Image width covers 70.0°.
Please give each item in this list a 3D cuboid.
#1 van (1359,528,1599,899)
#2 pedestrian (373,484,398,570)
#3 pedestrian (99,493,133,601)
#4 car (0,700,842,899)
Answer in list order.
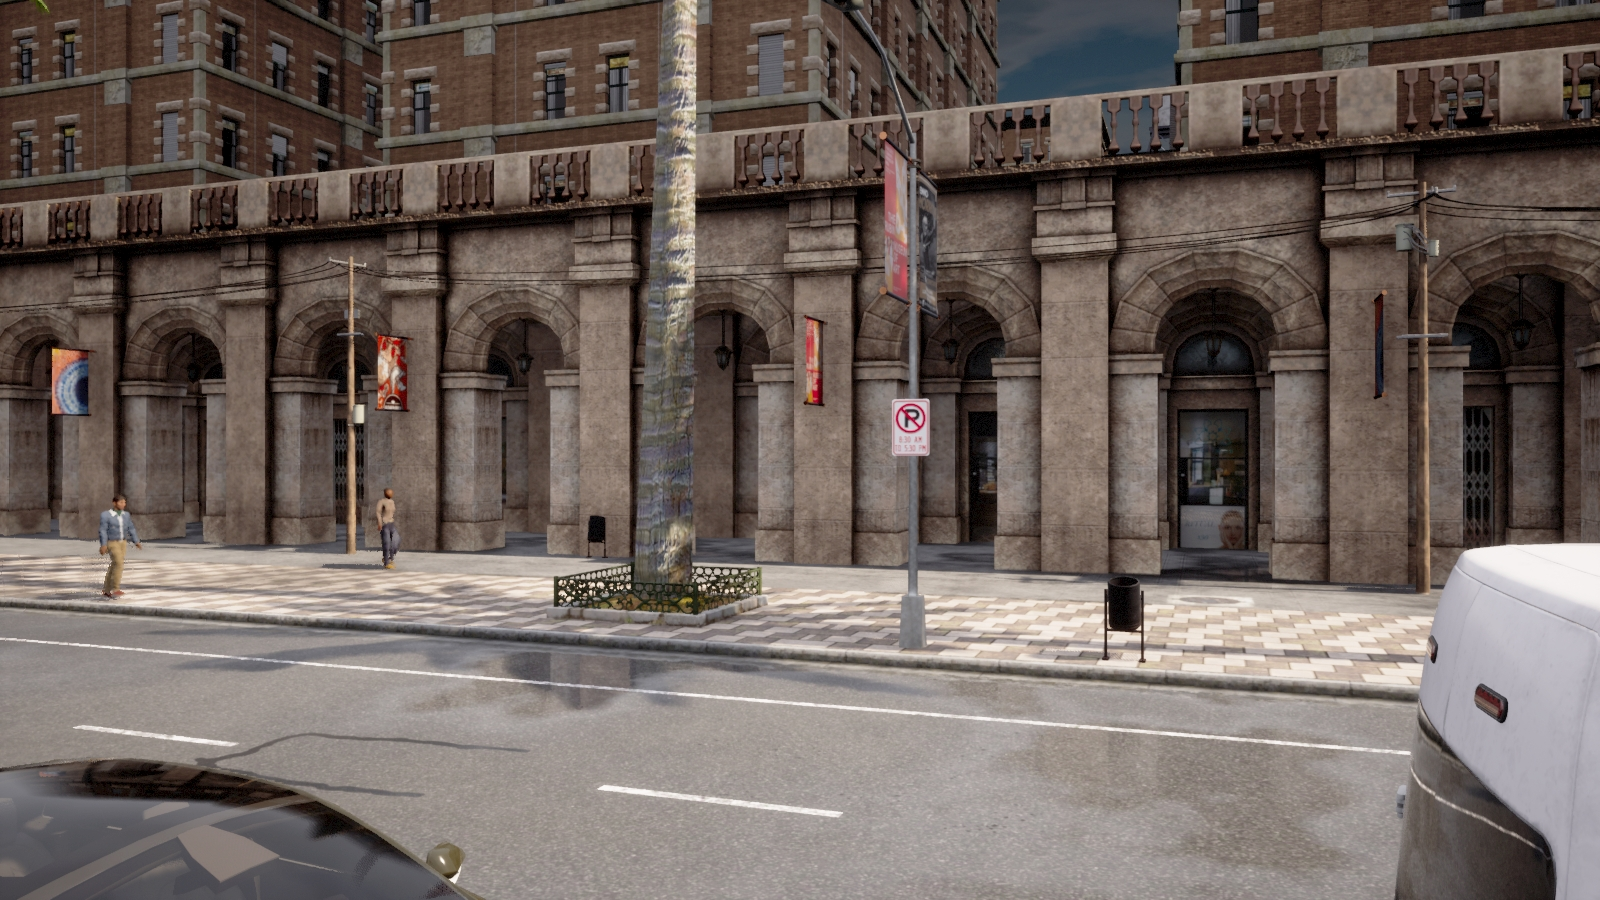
[{"bbox_3d":[4.249,1.534,1.754,5.915,2.561,1.988,0,0,20],"label":"van"},{"bbox_3d":[-9.156,1.696,25.241,0.375,1.860,0.375,0,0,22],"label":"pedestrian"},{"bbox_3d":[-12.011,1.696,20.066,0.375,1.860,0.375,0,0,22],"label":"pedestrian"},{"bbox_3d":[-2.519,2.061,4.220,4.892,1.480,2.231,0,0,20],"label":"car"}]
